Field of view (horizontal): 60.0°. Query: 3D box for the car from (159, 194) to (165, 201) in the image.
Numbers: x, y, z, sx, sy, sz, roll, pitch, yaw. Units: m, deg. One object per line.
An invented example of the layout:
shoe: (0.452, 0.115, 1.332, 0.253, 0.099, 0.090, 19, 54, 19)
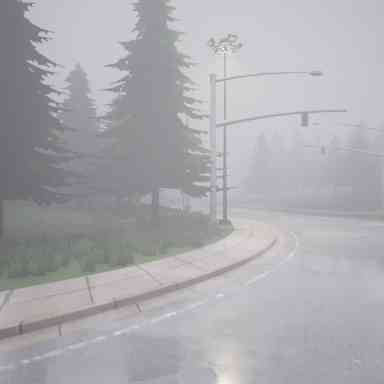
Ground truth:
car: (-7.119, 1.186, 75.170, 2.150, 2.045, 5.566, 0, 0, -21)

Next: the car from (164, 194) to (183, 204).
car: (-3.236, 1.547, 65.433, 2.033, 1.411, 5.357, 0, 0, -21)
